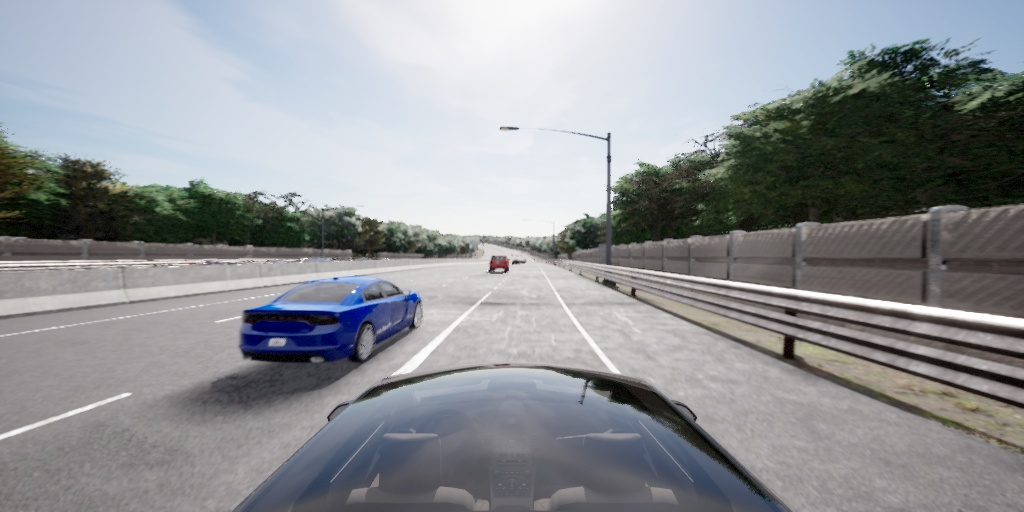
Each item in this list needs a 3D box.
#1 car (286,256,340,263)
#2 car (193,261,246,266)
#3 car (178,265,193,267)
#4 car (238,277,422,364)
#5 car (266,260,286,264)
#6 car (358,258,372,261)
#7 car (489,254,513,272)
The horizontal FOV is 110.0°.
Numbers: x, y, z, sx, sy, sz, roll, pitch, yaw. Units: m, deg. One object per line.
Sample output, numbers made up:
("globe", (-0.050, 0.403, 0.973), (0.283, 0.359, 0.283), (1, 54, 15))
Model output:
("car", (-19.560, 1.063, 35.565), (1.882, 1.535, 5.008), (0, 0, 4))
("car", (-26.685, 1.156, 33.736), (1.895, 1.301, 4.718), (0, 0, 4))
("car", (-30.082, 1.137, 35.394), (1.895, 1.301, 4.718), (0, 0, 4))
("car", (-3.542, 1.199, 8.102), (1.882, 1.535, 5.008), (0, 0, 3))
("car", (-23.065, 1.117, 35.553), (2.033, 1.411, 5.357), (0, 0, 4))
("car", (-22.021, 1.049, 52.970), (1.837, 1.490, 4.892), (0, 0, 4))
("car", (-1.488, 0.877, 43.787), (2.150, 2.045, 5.566), (0, 0, 3))
